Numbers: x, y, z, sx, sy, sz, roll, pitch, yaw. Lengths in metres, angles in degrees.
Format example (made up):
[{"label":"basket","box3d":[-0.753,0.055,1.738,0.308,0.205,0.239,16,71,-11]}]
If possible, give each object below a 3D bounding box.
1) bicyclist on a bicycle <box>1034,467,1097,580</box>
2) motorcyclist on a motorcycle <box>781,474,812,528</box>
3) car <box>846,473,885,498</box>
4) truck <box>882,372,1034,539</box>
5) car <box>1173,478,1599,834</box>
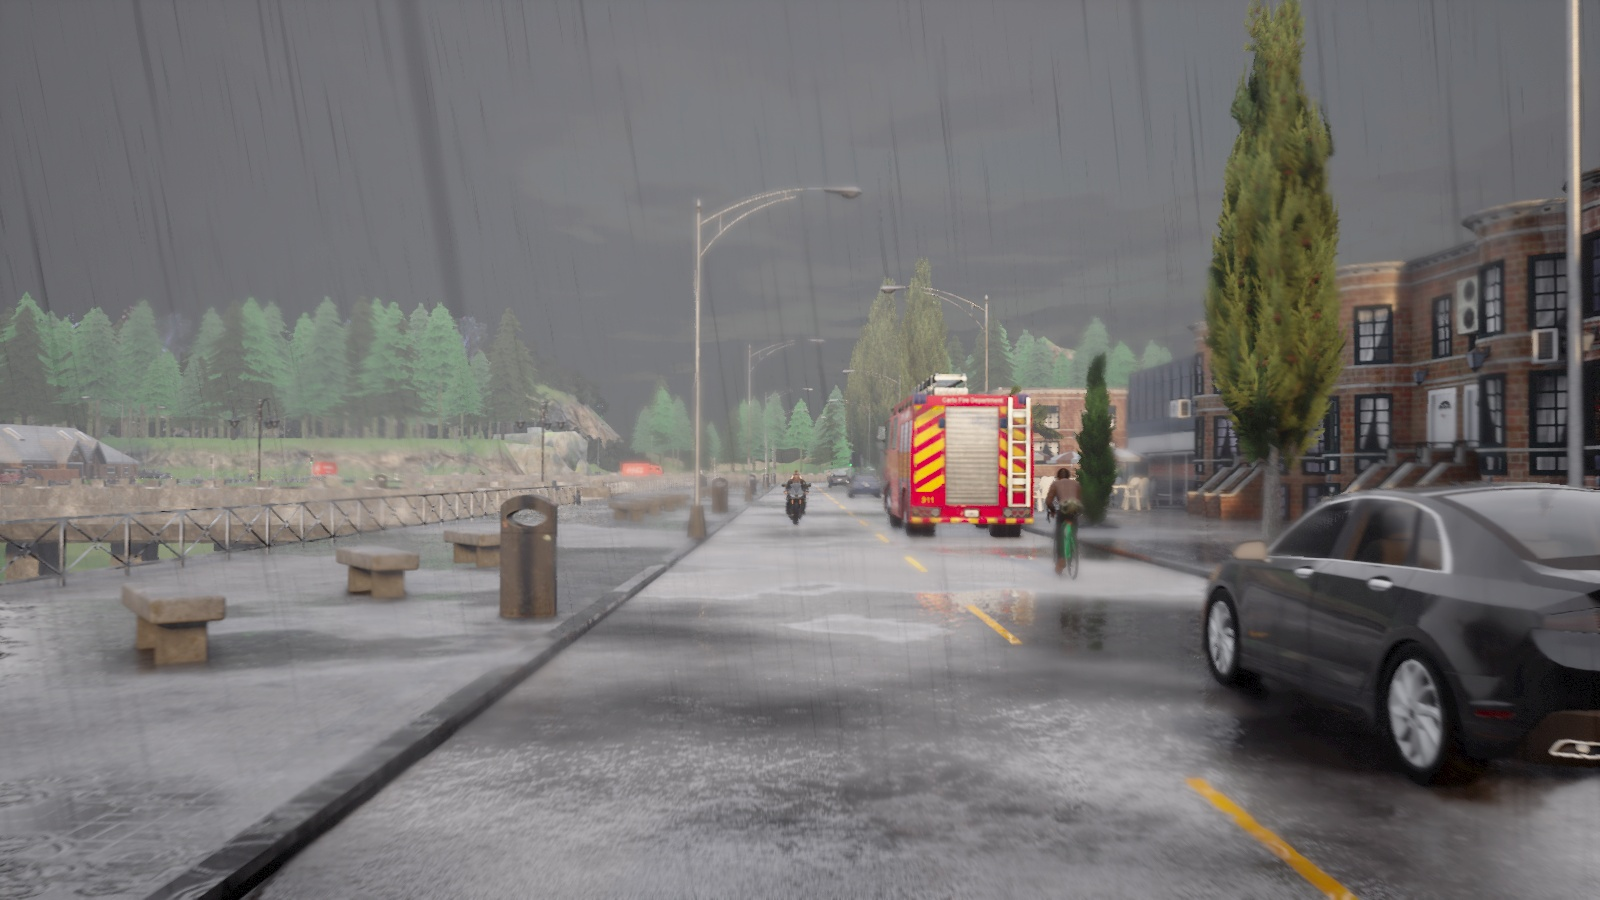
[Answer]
[{"label":"bicyclist on a bicycle","box3d":[3.950,1.066,18.794,0.582,1.620,1.656,0,-1,0]},{"label":"motorcyclist on a motorcycle","box3d":[-0.096,1.468,36.926,0.866,1.530,2.191,0,-1,0]},{"label":"car","box3d":[3.808,2.086,74.021,2.033,1.411,5.357,0,-1,0]},{"label":"truck","box3d":[3.908,0.189,33.127,2.891,3.827,8.468,0,-1,0]},{"label":"car","box3d":[3.978,0.935,7.825,1.837,1.490,4.892,0,-1,0]}]
